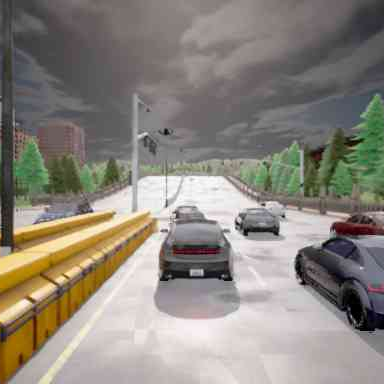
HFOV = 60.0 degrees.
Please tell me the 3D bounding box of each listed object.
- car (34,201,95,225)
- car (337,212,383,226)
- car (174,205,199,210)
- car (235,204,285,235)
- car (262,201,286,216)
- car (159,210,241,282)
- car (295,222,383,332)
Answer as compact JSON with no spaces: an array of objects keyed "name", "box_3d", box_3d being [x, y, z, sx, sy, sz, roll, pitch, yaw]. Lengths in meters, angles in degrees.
[{"name":"car","box_3d":[-6.993,1.307,18.749,2.097,1.767,4.553,0,0,0]},{"name":"car","box_3d":[7.107,1.501,12.847,1.882,1.535,5.008,0,0,0]},{"name":"car","box_3d":[-0.405,1.587,21.880,2.033,1.411,5.357,0,0,-9]},{"name":"car","box_3d":[3.607,1.599,18.966,1.994,1.385,4.181,0,0,0]},{"name":"car","box_3d":[7.105,1.580,30.065,1.812,1.442,4.674,0,0,0]},{"name":"car","box_3d":[0.102,1.524,9.772,1.837,1.490,4.892,0,0,0]},{"name":"car","box_3d":[3.601,1.577,6.853,1.994,1.385,4.181,0,0,0]}]
